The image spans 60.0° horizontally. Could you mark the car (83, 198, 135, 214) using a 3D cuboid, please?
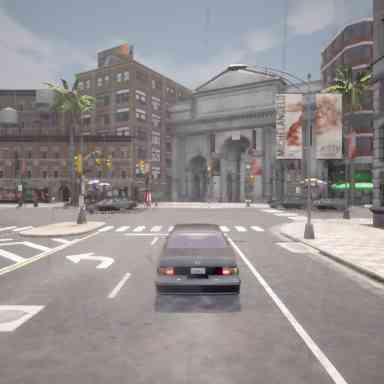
[{"bbox_3d":[-8.957,1.491,34.889,4.902,1.511,2.128,0,0,-34],"label":"car"}]

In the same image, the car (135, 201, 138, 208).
[{"bbox_3d":[-9.244,1.505,41.403,4.892,1.490,1.837,0,0,1],"label":"car"}]

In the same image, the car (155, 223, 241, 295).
[{"bbox_3d":[0.118,1.547,8.840,2.033,1.411,5.357,0,0,0],"label":"car"}]

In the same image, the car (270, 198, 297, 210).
[{"bbox_3d":[12.120,1.506,41.176,4.892,1.490,1.837,0,0,1],"label":"car"}]

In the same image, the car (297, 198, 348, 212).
[{"bbox_3d":[15.002,1.491,37.646,4.902,1.511,2.128,0,0,1],"label":"car"}]
